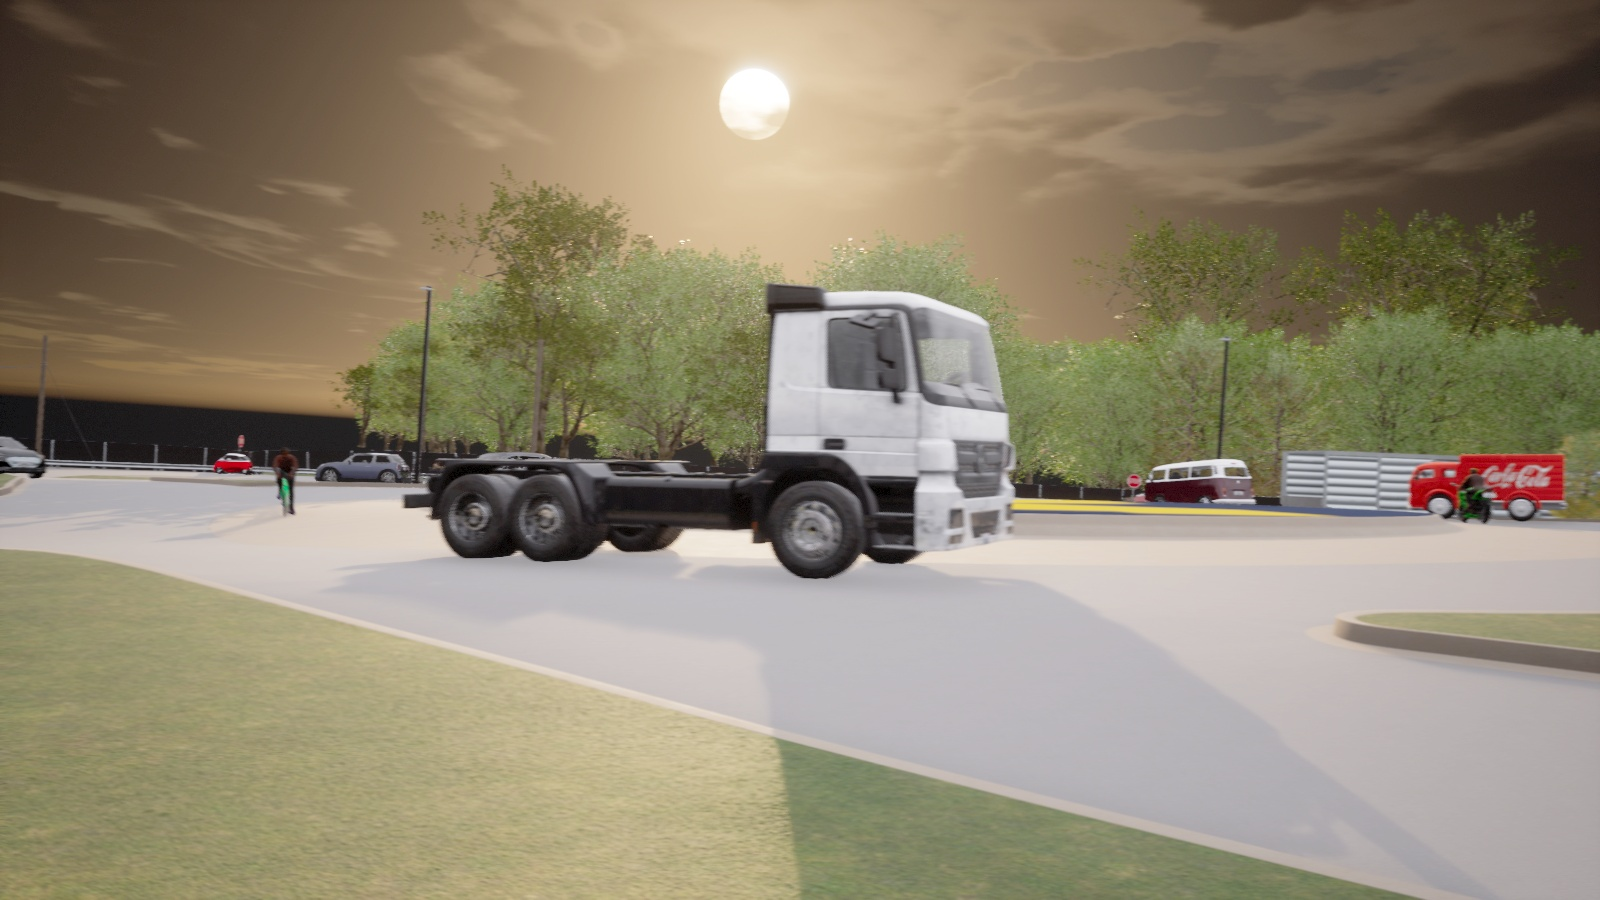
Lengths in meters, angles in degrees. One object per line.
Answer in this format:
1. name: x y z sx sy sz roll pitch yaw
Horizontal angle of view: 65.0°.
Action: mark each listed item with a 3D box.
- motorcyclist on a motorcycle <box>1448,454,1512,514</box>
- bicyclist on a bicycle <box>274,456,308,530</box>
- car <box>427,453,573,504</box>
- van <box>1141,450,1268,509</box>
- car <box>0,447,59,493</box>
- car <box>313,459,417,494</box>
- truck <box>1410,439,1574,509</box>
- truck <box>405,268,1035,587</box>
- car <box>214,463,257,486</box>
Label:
1. motorcyclist on a motorcycle: 18.130 0.901 33.533 0.797 1.523 2.044 2 -1 8
2. bicyclist on a bicycle: -11.838 0.976 29.233 0.582 1.620 1.656 -2 1 -19
3. car: -10.431 1.006 43.922 2.242 1.667 4.611 -2 -2 36
4. van: 15.415 1.185 48.160 2.069 2.038 4.480 1 -4 -25
5. car: -30.443 0.801 47.696 4.856 1.649 2.033 -1 -2 34
6. car: -19.002 1.170 54.977 3.806 1.475 1.970 0 -2 0
7. truck: 25.968 0.940 47.175 5.204 2.467 2.627 -2 -2 32
8. truck: -1.169 -0.219 16.658 7.936 3.462 2.891 0 0 26
9. car: -36.718 1.571 81.722 2.207 1.376 1.481 2 0 -7
